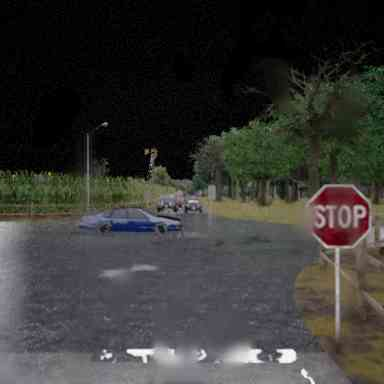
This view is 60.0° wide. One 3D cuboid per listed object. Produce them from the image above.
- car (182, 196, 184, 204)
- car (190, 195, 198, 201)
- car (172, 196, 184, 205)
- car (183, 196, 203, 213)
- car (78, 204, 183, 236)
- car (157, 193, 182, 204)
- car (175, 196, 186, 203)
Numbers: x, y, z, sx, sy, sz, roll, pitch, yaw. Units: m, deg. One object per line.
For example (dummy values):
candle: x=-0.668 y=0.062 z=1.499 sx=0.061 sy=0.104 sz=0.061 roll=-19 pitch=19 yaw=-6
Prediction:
car: x=-2.610 y=1.206 z=48.995 sx=2.150 sy=2.045 sz=5.566 roll=0 pitch=0 yaw=1
car: x=0.430 y=1.545 z=80.379 sx=1.994 sy=1.385 sz=4.181 roll=0 pitch=0 yaw=0
car: x=-2.488 y=1.509 z=59.359 sx=1.812 sy=1.442 sz=4.674 roll=0 pitch=0 yaw=1
car: x=0.182 y=1.511 z=37.486 sx=1.812 sy=1.442 sz=4.674 roll=0 pitch=0 yaw=0
car: x=-3.205 y=1.526 z=17.808 sx=5.357 sy=1.411 sz=2.033 roll=1 pitch=0 yaw=0
car: x=-2.711 y=1.209 z=38.432 sx=2.150 sy=2.045 sz=5.566 roll=0 pitch=0 yaw=1
car: x=-2.392 y=1.525 z=69.751 sx=2.033 sy=1.411 sz=5.357 roll=0 pitch=0 yaw=0
